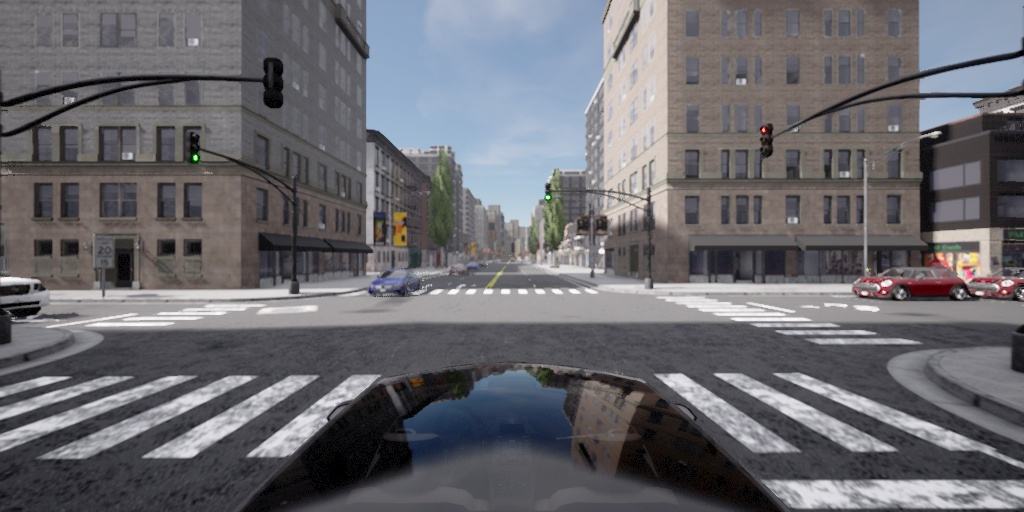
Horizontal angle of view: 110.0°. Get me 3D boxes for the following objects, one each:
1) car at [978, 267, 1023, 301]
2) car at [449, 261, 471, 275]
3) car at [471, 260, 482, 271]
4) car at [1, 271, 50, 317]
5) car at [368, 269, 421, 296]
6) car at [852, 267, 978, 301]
[{"bbox_3d":[24.446,1.262,17.202,4.097,1.591,1.967,0,0,0],"label":"car"},{"bbox_3d":[-6.461,1.605,43.847,1.812,1.442,4.674,0,1,0],"label":"car"},{"bbox_3d":[-6.458,1.614,58.038,1.882,1.535,5.008,0,0,0],"label":"car"},{"bbox_3d":[-18.736,1.084,11.612,5.566,2.045,2.150,0,0,0],"label":"car"},{"bbox_3d":[-6.474,1.456,20.310,1.812,1.442,4.674,0,0,0],"label":"car"},{"bbox_3d":[18.935,1.266,17.234,4.097,1.591,1.967,0,0,0],"label":"car"}]
